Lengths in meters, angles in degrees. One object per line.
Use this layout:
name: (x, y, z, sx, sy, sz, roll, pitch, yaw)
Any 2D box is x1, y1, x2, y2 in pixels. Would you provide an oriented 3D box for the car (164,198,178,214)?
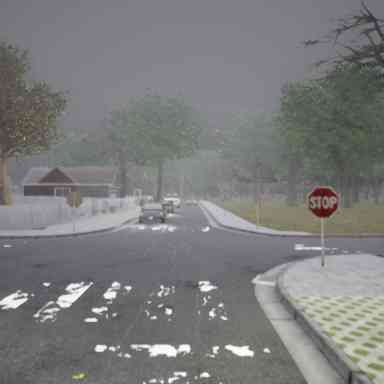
car: (-2.938, 1.606, 36.087, 1.994, 1.385, 4.181, 0, 0, 0)

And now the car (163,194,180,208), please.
car: (-2.955, 1.313, 49.247, 2.150, 2.045, 5.566, 0, 0, 1)

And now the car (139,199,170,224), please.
car: (-2.880, 1.540, 25.255, 1.812, 1.442, 4.674, 0, 0, -1)

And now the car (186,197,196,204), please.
car: (-0.170, 1.741, 68.353, 1.994, 1.385, 4.181, 0, 0, 0)

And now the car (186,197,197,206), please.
car: (-0.092, 1.733, 58.287, 1.895, 1.301, 4.718, 0, 0, 0)
